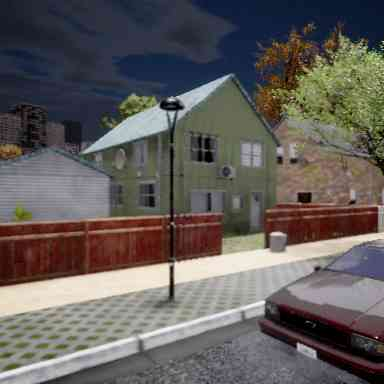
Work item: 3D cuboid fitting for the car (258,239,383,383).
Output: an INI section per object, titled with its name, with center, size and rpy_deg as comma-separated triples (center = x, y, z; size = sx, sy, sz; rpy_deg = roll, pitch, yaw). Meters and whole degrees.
[car]
center = 3.571, 1.551, 5.586
size = 5.357, 1.411, 2.033
rpy_deg = 0, 0, -35
